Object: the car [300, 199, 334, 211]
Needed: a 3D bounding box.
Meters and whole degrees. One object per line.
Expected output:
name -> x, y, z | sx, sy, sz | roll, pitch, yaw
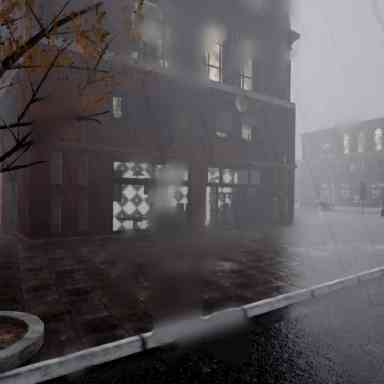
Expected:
car -> 15.562, 1.617, 41.685 | 2.008, 1.369, 4.403 | 1, -1, -28
